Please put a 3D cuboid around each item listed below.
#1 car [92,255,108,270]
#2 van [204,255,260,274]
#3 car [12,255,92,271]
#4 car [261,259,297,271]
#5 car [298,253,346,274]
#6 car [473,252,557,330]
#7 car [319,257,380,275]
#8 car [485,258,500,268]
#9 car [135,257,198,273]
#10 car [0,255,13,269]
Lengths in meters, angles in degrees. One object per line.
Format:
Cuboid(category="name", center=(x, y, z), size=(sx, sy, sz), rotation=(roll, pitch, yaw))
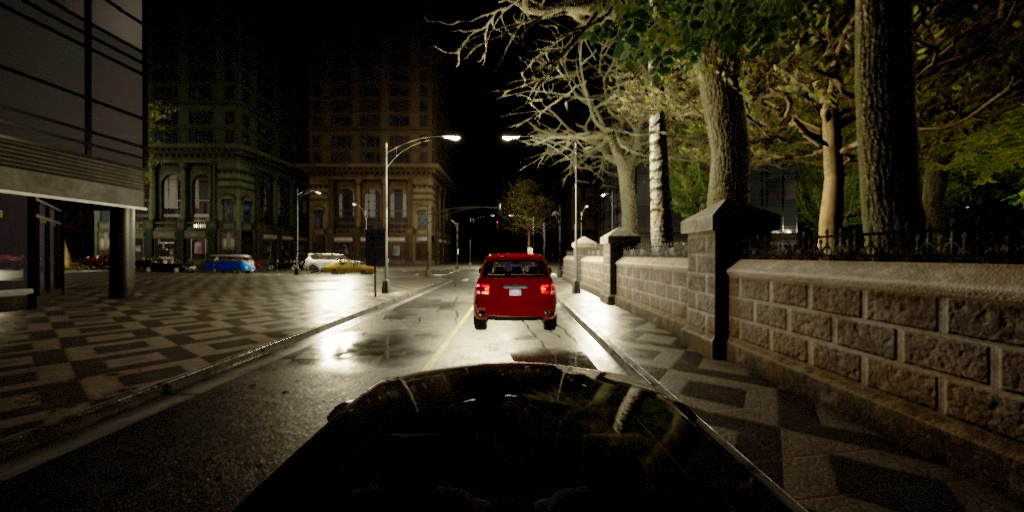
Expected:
Cuboid(category="car", center=(-44.987, 0.728, 36.345), size=(5.357, 1.411, 2.033), rotation=(1, 0, 1))
Cuboid(category="van", center=(-26.347, 0.779, 33.517), size=(3.998, 1.789, 1.690), rotation=(0, 0, 0))
Cuboid(category="car", center=(-43.034, 0.737, 33.617), size=(4.829, 1.417, 1.751), rotation=(0, 0, 0))
Cuboid(category="car", center=(-26.304, 0.988, 42.043), size=(4.313, 1.339, 1.948), rotation=(0, 0, 0))
Cuboid(category="car", center=(-17.856, 0.748, 36.131), size=(5.566, 2.045, 2.150), rotation=(1, 0, 1))
Cuboid(category="car", center=(0.101, 0.953, 11.132), size=(2.150, 2.045, 5.566), rotation=(0, 0, 1))
Cuboid(category="car", center=(-14.935, 1.085, 33.449), size=(4.829, 1.417, 1.751), rotation=(0, 0, 0))
Cuboid(category="car", center=(-3.072, 1.088, 58.137), size=(2.033, 1.411, 5.357), rotation=(0, 1, 0))
Cuboid(category="car", center=(-31.964, 0.919, 33.551), size=(4.403, 1.370, 2.007), rotation=(0, 0, 0))
Cuboid(category="car", center=(-48.821, 0.680, 33.651), size=(4.403, 1.370, 2.007), rotation=(0, 0, 0))
